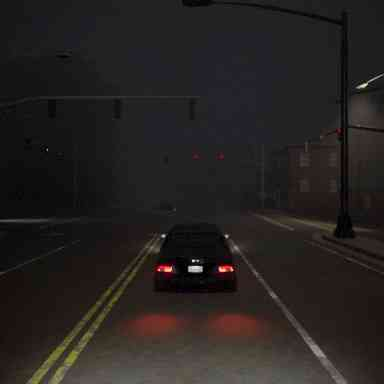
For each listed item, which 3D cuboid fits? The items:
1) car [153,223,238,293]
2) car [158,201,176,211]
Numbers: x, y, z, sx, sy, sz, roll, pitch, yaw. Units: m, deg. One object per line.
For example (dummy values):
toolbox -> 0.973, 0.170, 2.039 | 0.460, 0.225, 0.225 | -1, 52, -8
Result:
car -> 0.083, 1.547, 8.988 | 2.033, 1.411, 5.357 | 0, 0, 0
car -> -3.538, 2.008, 45.961 | 1.812, 1.442, 4.674 | 0, -4, 0
